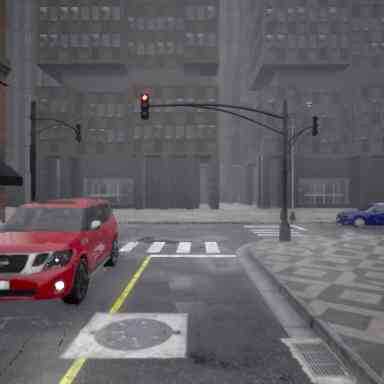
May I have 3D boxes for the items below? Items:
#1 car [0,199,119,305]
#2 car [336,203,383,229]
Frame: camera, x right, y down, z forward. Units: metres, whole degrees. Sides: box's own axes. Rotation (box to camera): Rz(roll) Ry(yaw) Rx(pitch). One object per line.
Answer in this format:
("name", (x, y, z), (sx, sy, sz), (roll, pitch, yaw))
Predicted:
("car", (-3.324, 1.221, 8.400), (2.150, 2.045, 5.566), (0, 0, -2))
("car", (11.819, 1.458, 21.124), (5.008, 1.535, 1.882), (0, 0, 1))
